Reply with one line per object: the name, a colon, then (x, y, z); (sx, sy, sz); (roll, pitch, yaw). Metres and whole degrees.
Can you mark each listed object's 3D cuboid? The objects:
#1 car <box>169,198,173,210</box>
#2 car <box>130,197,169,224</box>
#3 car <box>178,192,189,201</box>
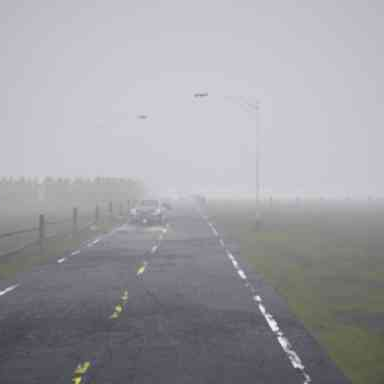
car: (-3.302, 1.306, 38.894); (1.882, 1.535, 5.008); (0, 0, -2)
car: (-2.981, 1.228, 23.148); (2.097, 1.767, 4.553); (0, 0, -1)
car: (-1.596, 1.201, 67.685); (1.895, 1.301, 4.718); (0, 0, -3)
